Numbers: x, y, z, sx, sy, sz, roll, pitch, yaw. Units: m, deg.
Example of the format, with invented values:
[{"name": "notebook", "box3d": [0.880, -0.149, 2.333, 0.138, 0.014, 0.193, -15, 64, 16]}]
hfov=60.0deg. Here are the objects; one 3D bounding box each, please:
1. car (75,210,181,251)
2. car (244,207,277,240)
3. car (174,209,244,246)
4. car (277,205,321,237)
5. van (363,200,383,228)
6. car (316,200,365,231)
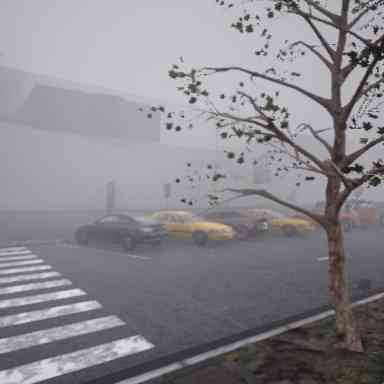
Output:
[{"name": "car", "box3d": [-3.069, 1.604, 14.432, 4.674, 1.452, 2.002, -1, -1, 35]}, {"name": "car", "box3d": [1.762, 1.676, 17.910, 4.792, 1.488, 2.163, -1, -1, 35]}, {"name": "car", "box3d": [-0.488, 1.599, 16.064, 5.366, 1.575, 1.946, -1, -2, 35]}, {"name": "car", "box3d": [4.372, 1.684, 19.524, 5.366, 1.575, 1.946, -1, -2, 35]}, {"name": "van", "box3d": [11.613, 1.579, 24.766, 4.442, 1.987, 1.878, -1, -2, 35]}, {"name": "car", "box3d": [9.101, 1.643, 23.072, 4.553, 1.767, 2.185, -1, -1, 34]}]
